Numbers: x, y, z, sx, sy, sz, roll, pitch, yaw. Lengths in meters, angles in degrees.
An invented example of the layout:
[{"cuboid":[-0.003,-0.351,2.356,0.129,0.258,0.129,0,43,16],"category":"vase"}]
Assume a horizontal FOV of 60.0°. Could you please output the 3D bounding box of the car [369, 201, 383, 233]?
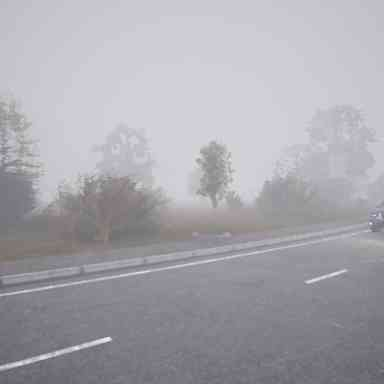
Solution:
[{"cuboid":[12.078,1.249,19.028,5.566,2.045,2.150,0,0,-45],"category":"car"}]
